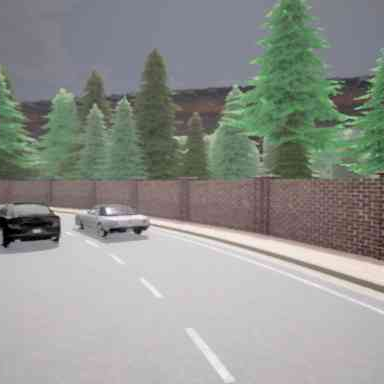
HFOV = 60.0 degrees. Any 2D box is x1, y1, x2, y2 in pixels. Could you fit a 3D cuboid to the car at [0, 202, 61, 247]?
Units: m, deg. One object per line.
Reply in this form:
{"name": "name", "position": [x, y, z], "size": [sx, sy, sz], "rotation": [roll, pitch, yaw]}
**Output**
{"name": "car", "position": [-6.738, 1.128, 13.369], "size": [1.882, 1.535, 5.008], "rotation": [0, 1, -36]}

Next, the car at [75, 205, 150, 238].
{"name": "car", "position": [-3.857, 1.232, 15.410], "size": [1.895, 1.301, 4.718], "rotation": [0, 2, -36]}
